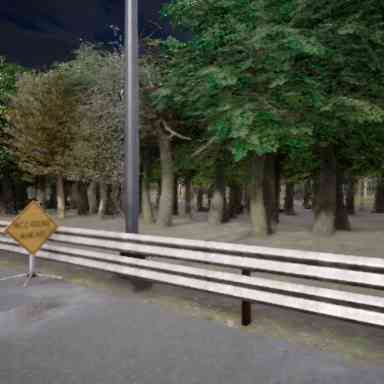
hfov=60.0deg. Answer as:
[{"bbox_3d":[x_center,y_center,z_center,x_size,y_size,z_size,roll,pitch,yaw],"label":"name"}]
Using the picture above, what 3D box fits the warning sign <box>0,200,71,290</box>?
[{"bbox_3d":[-3.757,1.131,7.847,1.060,1.860,1.300,0,0,36],"label":"warning sign"}]
